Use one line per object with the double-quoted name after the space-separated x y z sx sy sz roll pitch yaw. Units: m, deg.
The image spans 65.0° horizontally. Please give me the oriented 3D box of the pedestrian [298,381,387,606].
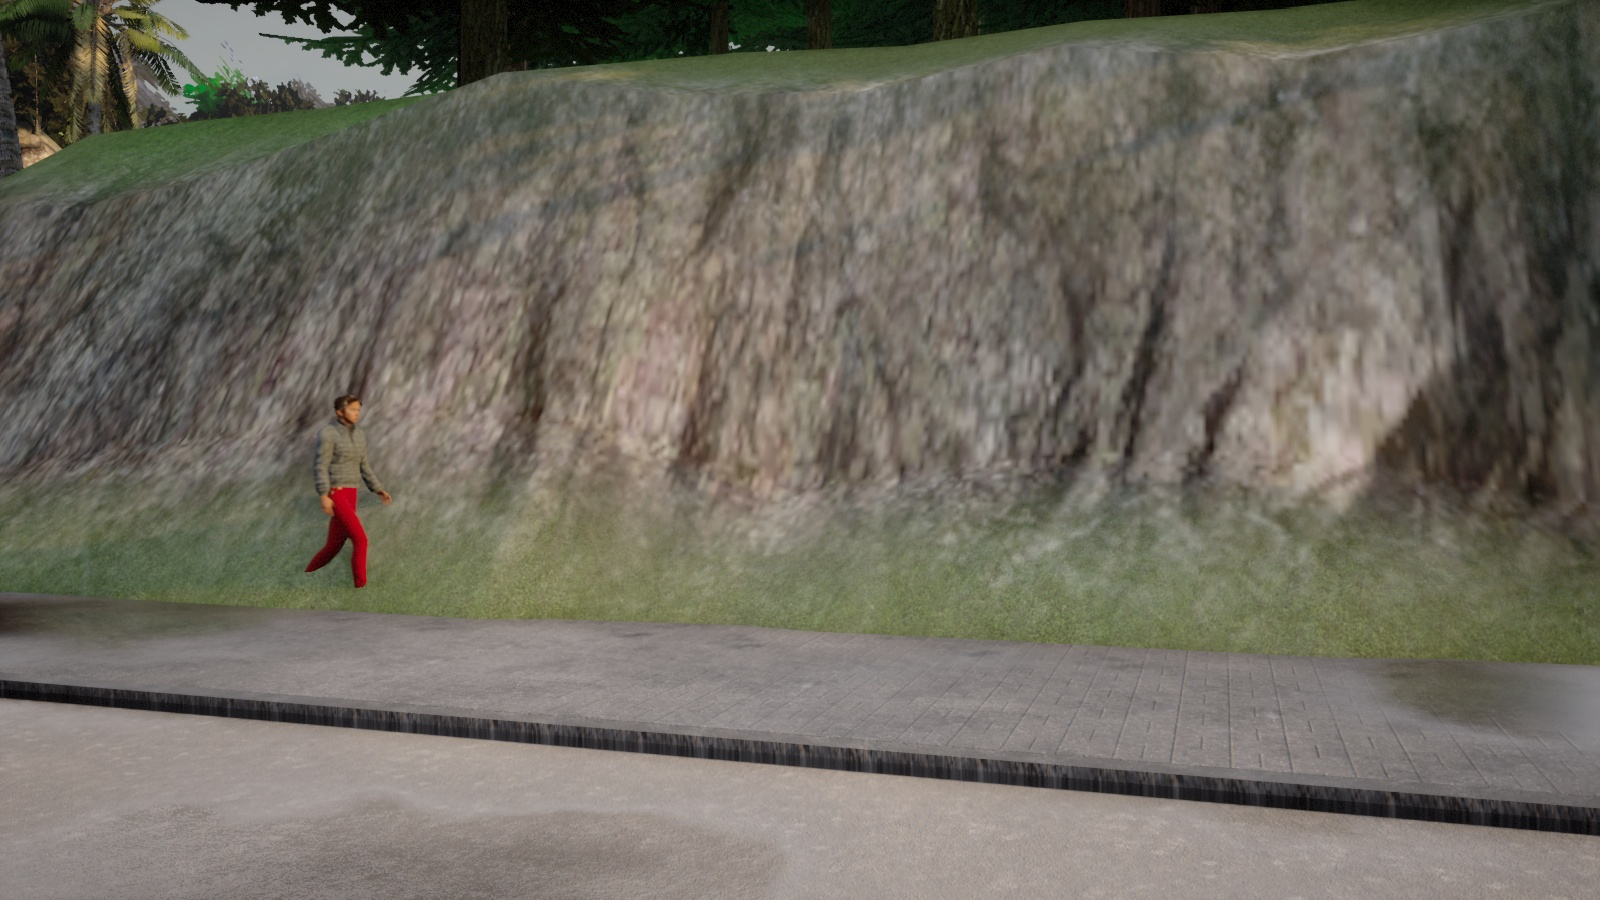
-3.842 0.353 10.566 0.614 1.847 0.353 1 1 19 "pedestrian"
